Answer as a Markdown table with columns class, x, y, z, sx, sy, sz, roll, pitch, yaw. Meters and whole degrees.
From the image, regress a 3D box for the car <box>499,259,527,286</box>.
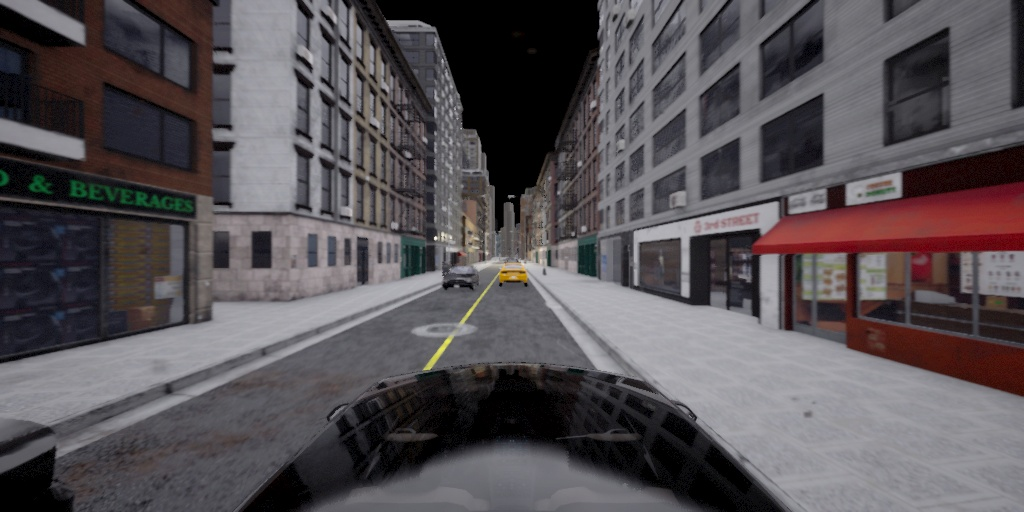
| class | x | y | z | sx | sy | sz | roll | pitch | yaw |
| --- | --- | --- | --- | --- | --- | --- | --- | --- | --- |
| car | 0.092 | 1.238 | 25.709 | 1.882 | 1.535 | 5.008 | 0 | 0 | 0 |

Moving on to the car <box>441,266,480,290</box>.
| class | x | y | z | sx | sy | sz | roll | pitch | yaw |
| --- | --- | --- | --- | --- | --- | --- | --- | --- | --- |
| car | -3.058 | 1.306 | 22.592 | 2.033 | 1.411 | 5.357 | 0 | 0 | 0 |
